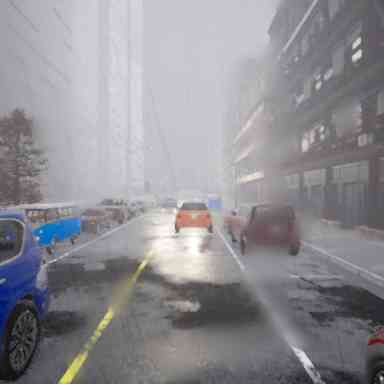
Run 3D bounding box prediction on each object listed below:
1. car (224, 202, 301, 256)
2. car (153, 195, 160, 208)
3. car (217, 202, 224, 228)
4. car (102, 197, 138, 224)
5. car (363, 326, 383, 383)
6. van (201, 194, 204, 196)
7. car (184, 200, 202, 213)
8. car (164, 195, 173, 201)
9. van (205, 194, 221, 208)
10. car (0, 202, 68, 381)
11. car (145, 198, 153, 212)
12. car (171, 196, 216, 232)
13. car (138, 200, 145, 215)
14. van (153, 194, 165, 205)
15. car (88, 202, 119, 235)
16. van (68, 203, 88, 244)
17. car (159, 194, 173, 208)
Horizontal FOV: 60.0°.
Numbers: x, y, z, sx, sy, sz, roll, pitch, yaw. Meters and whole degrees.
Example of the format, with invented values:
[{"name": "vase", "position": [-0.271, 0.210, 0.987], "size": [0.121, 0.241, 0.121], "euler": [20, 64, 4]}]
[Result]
[{"name": "car", "position": [2.704, 1.298, 13.057], "size": [2.192, 1.841, 5.009], "euler": [1, 0, 0]}, {"name": "car", "position": [-5.667, 1.470, 46.917], "size": [2.008, 1.369, 4.403], "euler": [1, 0, 0]}, {"name": "car", "position": [2.704, 1.518, 18.706], "size": [1.887, 1.381, 4.507], "euler": [1, 0, 0]}, {"name": "car", "position": [-5.672, 1.281, 24.331], "size": [2.192, 1.841, 5.009], "euler": [1, 0, 0]}, {"name": "car", "position": [2.699, 1.438, 1.765], "size": [1.967, 1.590, 4.097], "euler": [1, 0, 0]}, {"name": "van", "position": [2.718, 1.246, 52.584], "size": [1.690, 1.788, 3.998], "euler": [1, 0, 0]}, {"name": "car", "position": [0.103, 1.541, 36.673], "size": [1.895, 1.301, 4.718], "euler": [0, 0, 0]}, {"name": "car", "position": [-5.655, 1.377, 80.794], "size": [2.008, 1.369, 4.403], "euler": [1, 0, 0]}, {"name": "van", "position": [2.713, 1.271, 41.291], "size": [1.690, 1.788, 3.998], "euler": [1, 0, 0]}, {"name": "car", "position": [-3.099, 1.219, 2.535], "size": [2.150, 2.045, 5.566], "euler": [0, 0, 0]}, {"name": "car", "position": [-5.671, 1.509, 35.625], "size": [1.947, 1.339, 4.313], "euler": [1, 0, 0]}, {"name": "car", "position": [0.097, 1.323, 19.903], "size": [2.097, 1.767, 4.553], "euler": [0, 0, 0]}, {"name": "car", "position": [-5.673, 1.537, 29.977], "size": [1.802, 1.307, 4.206], "euler": [1, 0, 0]}, {"name": "van", "position": [-5.661, 1.234, 58.209], "size": [1.690, 1.788, 3.998], "euler": [1, 0, 0]}, {"name": "car", "position": [-5.677, 1.520, 18.686], "size": [1.887, 1.381, 4.507], "euler": [1, 0, 0]}, {"name": "van", "position": [-5.677, 1.325, 13.038], "size": [1.690, 1.788, 3.998], "euler": [1, 0, 0]}, {"name": "car", "position": [-2.985, 1.444, 45.858], "size": [1.882, 1.535, 5.008], "euler": [0, 0, 0]}]
